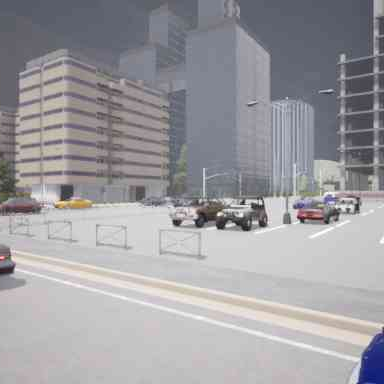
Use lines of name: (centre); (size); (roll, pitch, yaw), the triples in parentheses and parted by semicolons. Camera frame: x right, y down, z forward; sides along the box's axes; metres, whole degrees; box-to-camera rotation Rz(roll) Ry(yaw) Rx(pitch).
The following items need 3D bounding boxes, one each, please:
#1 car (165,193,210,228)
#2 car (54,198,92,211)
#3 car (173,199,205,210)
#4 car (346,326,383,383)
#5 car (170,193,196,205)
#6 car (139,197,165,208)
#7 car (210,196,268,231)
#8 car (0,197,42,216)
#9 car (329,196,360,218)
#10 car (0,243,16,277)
car: (0.626, 1.153, 20.959); (1.932, 1.855, 4.605); (0, 0, 34)
car: (-14.950, 1.477, 41.983); (1.882, 1.535, 5.008); (0, 0, 34)
car: (-0.305, 1.600, 44.607); (1.895, 1.301, 4.718); (0, 0, 34)
car: (3.318, 1.601, 1.624); (4.718, 1.301, 1.895); (0, 0, 36)
car: (-1.599, 1.222, 61.708); (2.150, 2.045, 5.566); (0, 0, 34)
car: (-5.775, 1.504, 49.350); (1.837, 1.490, 4.892); (0, 0, 34)
car: (2.993, 1.156, 19.293); (1.905, 1.878, 3.866); (0, 0, 34)
car: (-17.189, 1.351, 32.365); (2.097, 1.767, 4.553); (0, 0, 34)
car: (15.019, 1.395, 32.246); (1.970, 1.475, 3.806); (0, 0, 34)
car: (-6.743, 1.547, 8.721); (5.357, 1.411, 2.033); (0, 0, 35)
